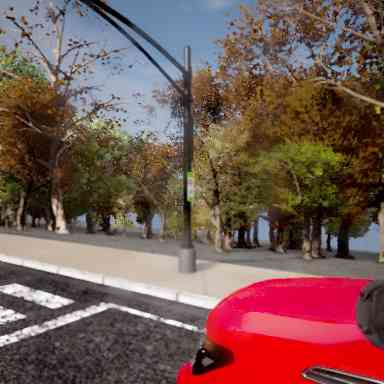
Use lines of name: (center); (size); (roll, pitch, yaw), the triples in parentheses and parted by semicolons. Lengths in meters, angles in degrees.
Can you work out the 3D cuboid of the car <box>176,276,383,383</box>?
car: (2.548, 1.213, 1.893); (5.566, 2.045, 2.150); (0, 0, 34)
